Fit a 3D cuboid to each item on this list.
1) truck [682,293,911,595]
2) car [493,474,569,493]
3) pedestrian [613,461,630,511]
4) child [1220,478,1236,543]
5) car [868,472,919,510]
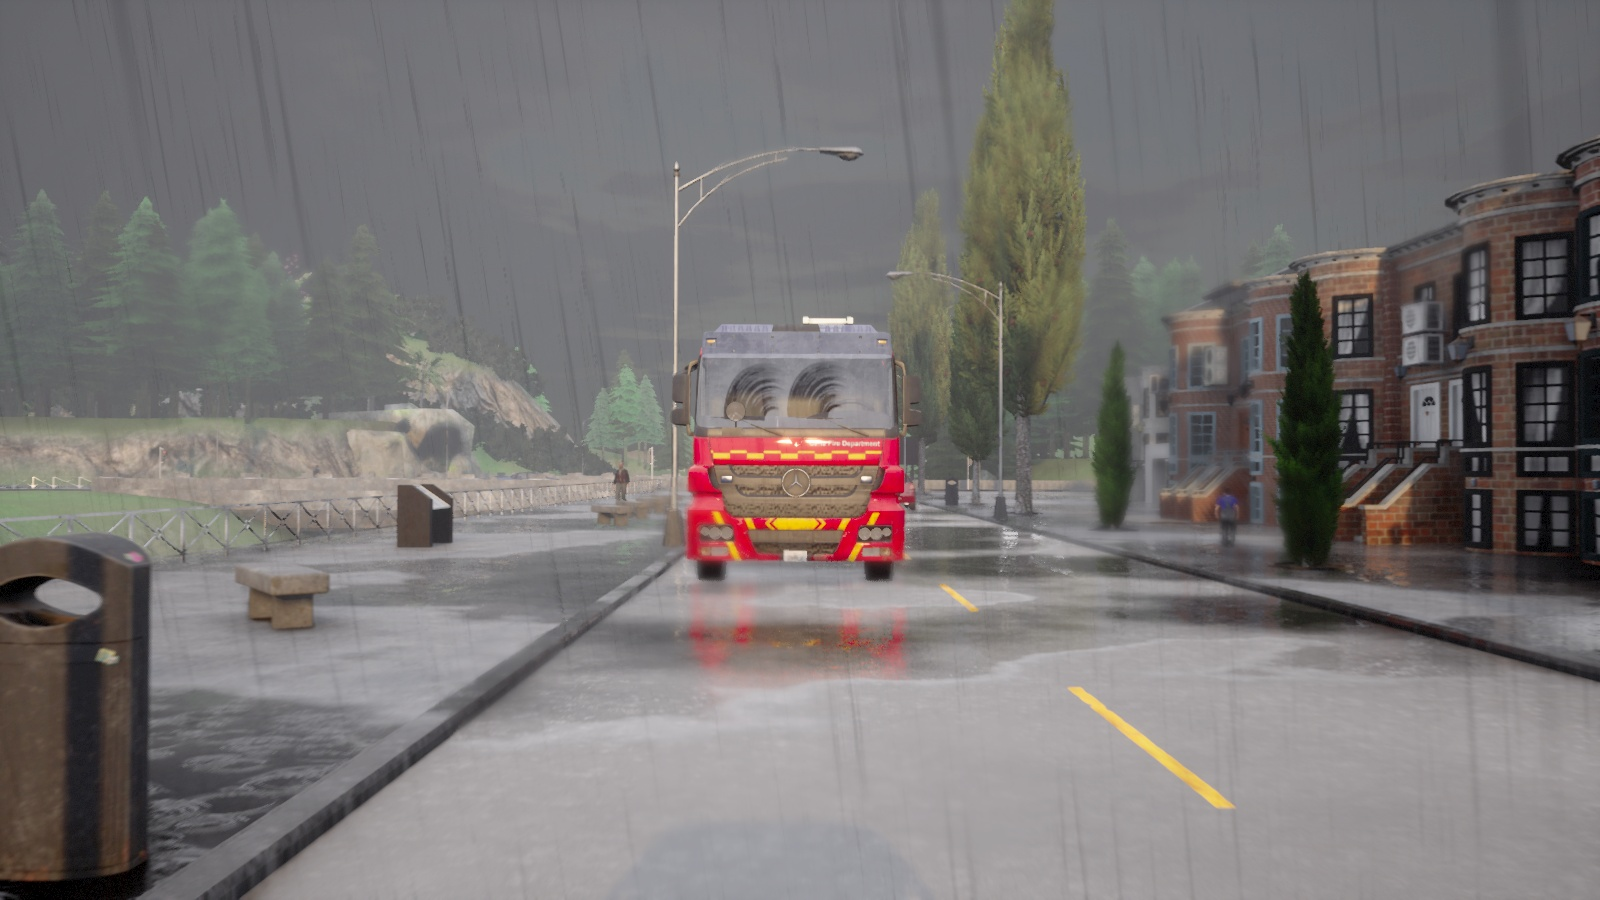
[{"bbox_3d":[-0.057,-0.011,20.216,2.891,3.827,8.468,0,-1,0],"label":"truck"},{"bbox_3d":[-20.448,2.546,95.719,5.357,1.411,2.033,0,-1,0],"label":"car"},{"bbox_3d":[-6.587,1.326,46.327,0.376,1.854,0.720,0,-1,12],"label":"pedestrian"},{"bbox_3d":[8.475,1.187,24.863,0.270,1.263,0.437,-1,-1,21],"label":"child"},{"bbox_3d":[3.863,1.691,52.469,1.845,1.501,3.633,0,-1,0],"label":"car"}]
